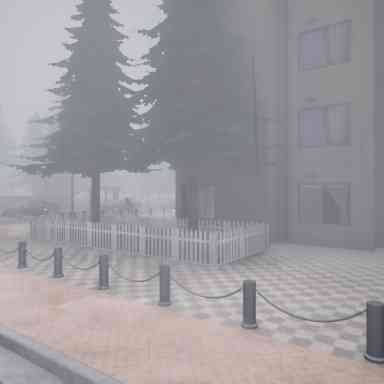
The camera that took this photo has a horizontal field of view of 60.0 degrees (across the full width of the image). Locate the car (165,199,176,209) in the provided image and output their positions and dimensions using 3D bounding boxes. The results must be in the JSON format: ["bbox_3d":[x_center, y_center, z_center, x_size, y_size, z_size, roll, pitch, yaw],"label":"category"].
[{"bbox_3d":[-1.612,1.510,45.076,1.812,1.442,4.674,0,0,37],"label":"car"}]

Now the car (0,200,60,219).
[{"bbox_3d":[-13.951,1.476,28.893,2.128,1.511,4.902,0,0,37],"label":"car"}]

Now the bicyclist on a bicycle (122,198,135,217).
[{"bbox_3d":[-5.345,1.285,27.851,1.656,1.620,0.582,0,0,37],"label":"bicyclist on a bicycle"}]

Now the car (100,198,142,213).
[{"bbox_3d":[-7.825,1.462,36.946,1.882,1.535,5.008,0,0,37],"label":"car"}]
